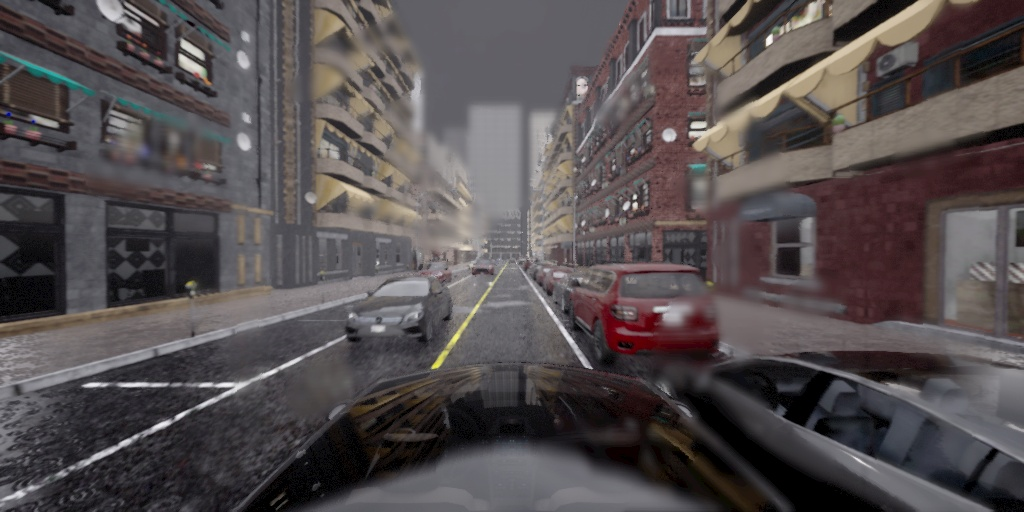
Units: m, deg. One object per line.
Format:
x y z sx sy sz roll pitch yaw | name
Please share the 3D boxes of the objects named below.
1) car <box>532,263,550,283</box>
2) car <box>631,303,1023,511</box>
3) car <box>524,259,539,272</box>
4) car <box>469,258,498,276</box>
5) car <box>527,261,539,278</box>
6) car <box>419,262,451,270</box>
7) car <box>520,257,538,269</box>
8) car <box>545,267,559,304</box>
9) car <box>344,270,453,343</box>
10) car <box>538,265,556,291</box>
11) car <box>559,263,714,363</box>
2.573 1.330 24.727 1.802 1.307 4.207 0 0 0 | car
2.566 1.316 2.530 1.948 1.339 4.313 0 0 0 | car
2.577 1.296 35.824 2.007 1.370 4.403 0 0 0 | car
-2.826 1.098 36.230 2.097 1.767 4.553 0 0 0 | car
2.575 1.313 30.275 1.948 1.339 4.313 0 0 0 | car
-5.308 1.188 24.708 1.967 1.591 4.097 0 0 0 | car
2.581 1.058 46.923 2.192 1.841 5.009 0 0 0 | car
2.569 1.300 13.628 2.007 1.370 4.403 0 0 0 | car
-2.798 1.276 9.861 1.812 1.442 4.674 0 0 0 | car
2.571 1.331 19.177 1.802 1.307 4.207 0 0 0 | car
2.568 1.065 8.079 2.192 1.841 5.009 0 0 0 | car
